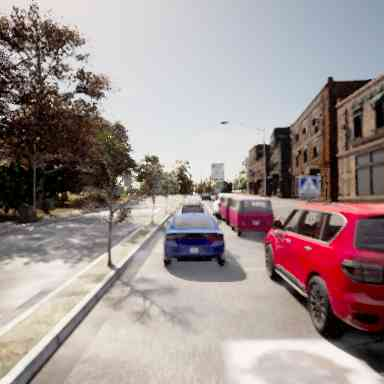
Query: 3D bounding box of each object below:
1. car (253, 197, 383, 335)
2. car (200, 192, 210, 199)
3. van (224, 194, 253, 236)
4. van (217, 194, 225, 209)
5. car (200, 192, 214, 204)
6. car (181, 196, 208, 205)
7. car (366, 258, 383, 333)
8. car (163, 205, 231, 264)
[{"bbox_3d":[3.048,1.220,6.850,2.435,2.045,5.566,0,0,0],"label":"car"},{"bbox_3d":[2.900,0.693,75.789,1.994,1.385,4.181,0,2,0],"label":"car"},{"bbox_3d":[3.044,1.224,18.030,1.878,1.987,4.442,0,0,0],"label":"van"},{"bbox_3d":[3.043,1.208,23.577,1.878,1.987,4.442,0,0,0],"label":"van"},{"bbox_3d":[2.902,1.009,67.931,1.882,1.535,5.008,0,2,0],"label":"car"},{"bbox_3d":[0.075,1.426,29.437,2.128,1.511,4.902,0,0,0],"label":"car"},{"bbox_3d":[3.049,1.509,1.305,2.163,1.488,4.792,0,0,0],"label":"car"},{"bbox_3d":[0.071,1.461,11.750,1.882,1.535,5.008,0,0,0],"label":"car"}]
